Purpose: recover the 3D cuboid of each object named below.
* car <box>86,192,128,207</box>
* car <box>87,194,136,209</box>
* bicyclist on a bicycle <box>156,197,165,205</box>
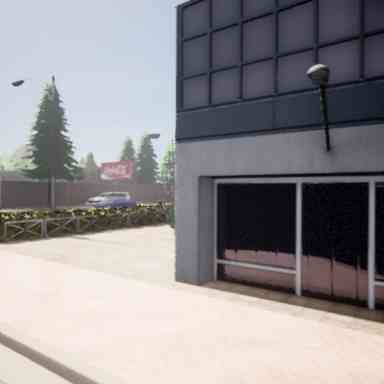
[{"bbox_3d":[-9.671,1.015,39.073,2.150,2.045,5.566,0,0,36],"label":"car"},{"bbox_3d":[-8.179,1.295,35.166,1.882,1.535,5.008,0,0,36],"label":"car"},{"bbox_3d":[-2.276,1.196,23.757,1.656,1.620,0.582,0,0,36],"label":"bicyclist on a bicycle"}]
